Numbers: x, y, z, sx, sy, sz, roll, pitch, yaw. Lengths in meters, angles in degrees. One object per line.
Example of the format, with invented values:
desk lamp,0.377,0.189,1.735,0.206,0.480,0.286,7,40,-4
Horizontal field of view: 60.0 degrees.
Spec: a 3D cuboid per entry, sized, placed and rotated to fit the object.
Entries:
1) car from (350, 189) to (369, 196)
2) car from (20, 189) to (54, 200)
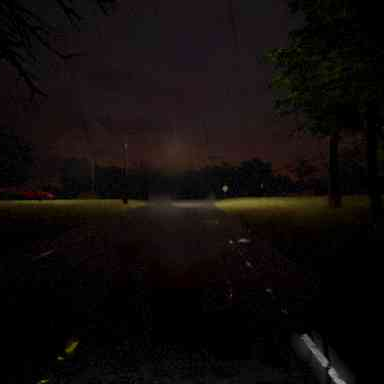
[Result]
car,35.235,0.175,67.897,5.357,1.411,2.033,-1,-2,-1
car,-28.132,0.554,60.386,5.566,2.045,2.150,0,-2,1
